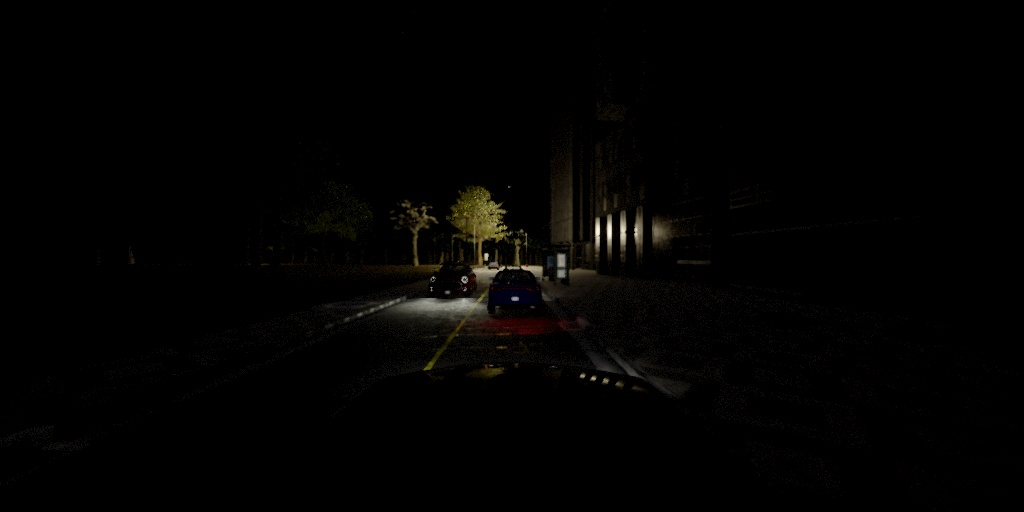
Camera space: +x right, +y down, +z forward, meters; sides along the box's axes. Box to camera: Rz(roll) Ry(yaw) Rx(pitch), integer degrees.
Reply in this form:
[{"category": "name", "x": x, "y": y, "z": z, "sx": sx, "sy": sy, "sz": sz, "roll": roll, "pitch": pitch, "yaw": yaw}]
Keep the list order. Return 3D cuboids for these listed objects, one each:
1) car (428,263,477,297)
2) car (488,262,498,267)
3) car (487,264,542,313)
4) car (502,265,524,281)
[{"category": "car", "x": -3.099, "y": 1.173, "z": 19.476, "sx": 2.097, "sy": 1.767, "sz": 4.553, "roll": 0, "pitch": 0, "yaw": 0}, {"category": "car", "x": -3.040, "y": 1.714, "z": 59.951, "sx": 2.033, "sy": 1.411, "sz": 5.357, "roll": 0, "pitch": 0, "yaw": 1}, {"category": "car", "x": 0.102, "y": 1.261, "z": 14.236, "sx": 1.882, "sy": 1.535, "sz": 5.008, "roll": 0, "pitch": 0, "yaw": 0}, {"category": "car", "x": 0.103, "y": 1.546, "z": 33.525, "sx": 1.895, "sy": 1.301, "sz": 4.718, "roll": 0, "pitch": -1, "yaw": 0}]
